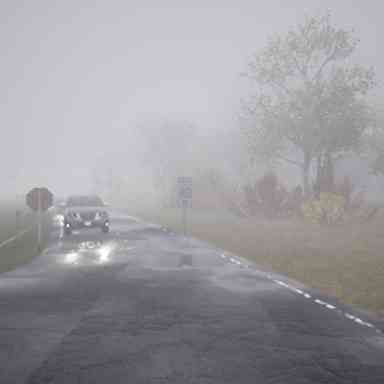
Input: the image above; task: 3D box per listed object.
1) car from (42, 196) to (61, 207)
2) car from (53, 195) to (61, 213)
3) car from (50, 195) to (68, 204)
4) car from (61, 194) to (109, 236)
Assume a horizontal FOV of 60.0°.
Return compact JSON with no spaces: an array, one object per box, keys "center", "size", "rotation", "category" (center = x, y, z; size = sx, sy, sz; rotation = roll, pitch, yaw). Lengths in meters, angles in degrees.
[{"center":[-20.584,1.319,48.716],"size":[1.837,1.490,4.892],"rotation":[0,0,-31],"category":"car"},{"center":[-12.819,1.335,34.109],"size":[2.128,1.511,4.902],"rotation":[0,0,-26],"category":"car"},{"center":[-23.160,1.280,57.883],"size":[1.994,1.385,4.181],"rotation":[0,0,-34],"category":"car"},{"center":[-6.003,1.141,18.547],"size":[2.150,2.045,5.566],"rotation":[0,0,-22],"category":"car"}]
